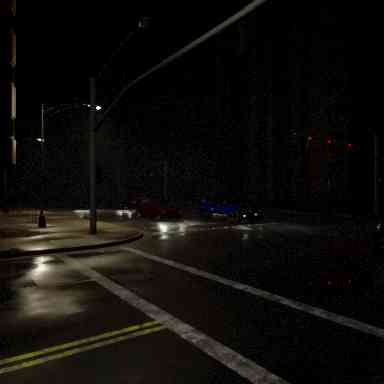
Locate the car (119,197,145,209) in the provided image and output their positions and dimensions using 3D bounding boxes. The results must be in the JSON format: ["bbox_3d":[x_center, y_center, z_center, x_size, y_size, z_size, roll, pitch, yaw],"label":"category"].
[{"bbox_3d":[-8.527,1.526,47.086,1.812,1.442,4.674,0,0,-36],"label":"car"}]

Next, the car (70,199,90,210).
[{"bbox_3d":[-14.120,1.565,42.653,1.994,1.385,4.181,0,0,-36],"label":"car"}]

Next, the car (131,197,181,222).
[{"bbox_3d":[-2.815,1.478,27.094,1.882,1.535,5.008,0,0,-36],"label":"car"}]

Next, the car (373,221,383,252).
[{"bbox_3d":[8.798,1.351,11.189,2.097,1.767,4.553,0,0,-36],"label":"car"}]

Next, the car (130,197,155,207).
[{"bbox_3d":[-7.830,1.526,52.079,1.812,1.442,4.674,0,0,-37],"label":"car"}]

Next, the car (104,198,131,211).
[{"bbox_3d":[-9.446,1.548,42.153,2.033,1.411,5.357,0,0,-36],"label":"car"}]

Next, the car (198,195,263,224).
[{"bbox_3d":[2.785,1.221,25.535,2.150,2.045,5.566,0,0,-38],"label":"car"}]
